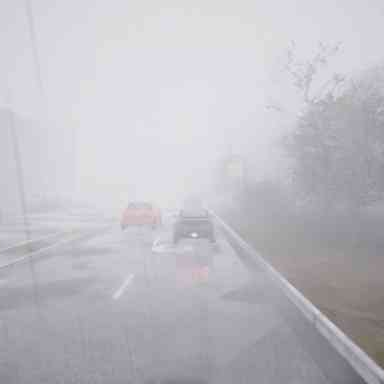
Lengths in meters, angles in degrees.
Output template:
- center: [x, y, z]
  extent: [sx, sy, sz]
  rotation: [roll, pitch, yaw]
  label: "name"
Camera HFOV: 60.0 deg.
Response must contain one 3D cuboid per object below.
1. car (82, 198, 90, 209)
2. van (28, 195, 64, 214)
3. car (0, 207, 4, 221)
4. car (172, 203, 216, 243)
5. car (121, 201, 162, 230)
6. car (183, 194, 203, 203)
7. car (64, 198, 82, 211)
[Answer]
- center: [-15.627, 1.559, 46.194]
  extent: [2.002, 1.452, 4.674]
  rotation: [-2, 0, 0]
  label: "car"
- center: [-15.574, 1.277, 35.086]
  extent: [1.878, 1.987, 4.442]
  rotation: [0, 0, 0]
  label: "van"
- center: [-15.541, 1.527, 24.155]
  extent: [2.002, 1.452, 4.674]
  rotation: [0, 0, 0]
  label: "car"
- center: [0.090, 1.525, 16.235]
  extent: [1.837, 1.490, 4.892]
  rotation: [0, 0, 0]
  label: "car"
- center: [-3.165, 1.378, 21.568]
  extent: [2.097, 1.767, 4.553]
  rotation: [0, 0, 0]
  label: "car"
- center: [0.076, 1.270, 39.366]
  extent: [2.150, 2.045, 5.566]
  rotation: [0, 0, 0]
  label: "car"
- center: [-15.593, 1.540, 40.698]
  extent: [2.163, 1.488, 4.792]
  rotation: [0, 0, 0]
  label: "car"
